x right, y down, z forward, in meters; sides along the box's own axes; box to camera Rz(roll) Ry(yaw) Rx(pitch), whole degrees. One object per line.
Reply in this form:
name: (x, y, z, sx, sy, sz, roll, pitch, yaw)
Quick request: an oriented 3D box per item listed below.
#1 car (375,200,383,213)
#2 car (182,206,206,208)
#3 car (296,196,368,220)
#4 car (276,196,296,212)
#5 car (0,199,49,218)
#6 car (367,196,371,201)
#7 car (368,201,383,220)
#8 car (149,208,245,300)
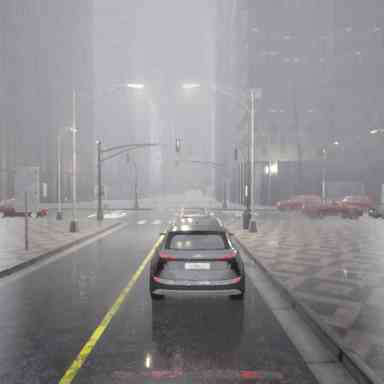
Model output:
car: (23.435, 1.633, 37.693, 4.313, 1.339, 1.947, 0, 1, 0)
car: (0.116, 1.507, 17.451, 1.837, 1.490, 4.892, 0, 0, 0)
car: (12.156, 1.463, 29.146, 5.009, 1.841, 2.192, 0, 1, 0)
car: (12.150, 1.325, 37.669, 5.009, 1.841, 2.192, 0, 1, 0)
car: (-14.886, 1.567, 29.099, 4.507, 1.381, 1.887, 0, 1, 0)
car: (17.794, 1.353, 37.680, 5.009, 1.841, 2.192, 0, 1, 0)
car: (17.798, 1.742, 29.159, 4.313, 1.339, 1.947, 0, 1, 0)
car: (0.117, 1.428, 8.364, 2.033, 1.649, 4.856, 0, 0, 0)
